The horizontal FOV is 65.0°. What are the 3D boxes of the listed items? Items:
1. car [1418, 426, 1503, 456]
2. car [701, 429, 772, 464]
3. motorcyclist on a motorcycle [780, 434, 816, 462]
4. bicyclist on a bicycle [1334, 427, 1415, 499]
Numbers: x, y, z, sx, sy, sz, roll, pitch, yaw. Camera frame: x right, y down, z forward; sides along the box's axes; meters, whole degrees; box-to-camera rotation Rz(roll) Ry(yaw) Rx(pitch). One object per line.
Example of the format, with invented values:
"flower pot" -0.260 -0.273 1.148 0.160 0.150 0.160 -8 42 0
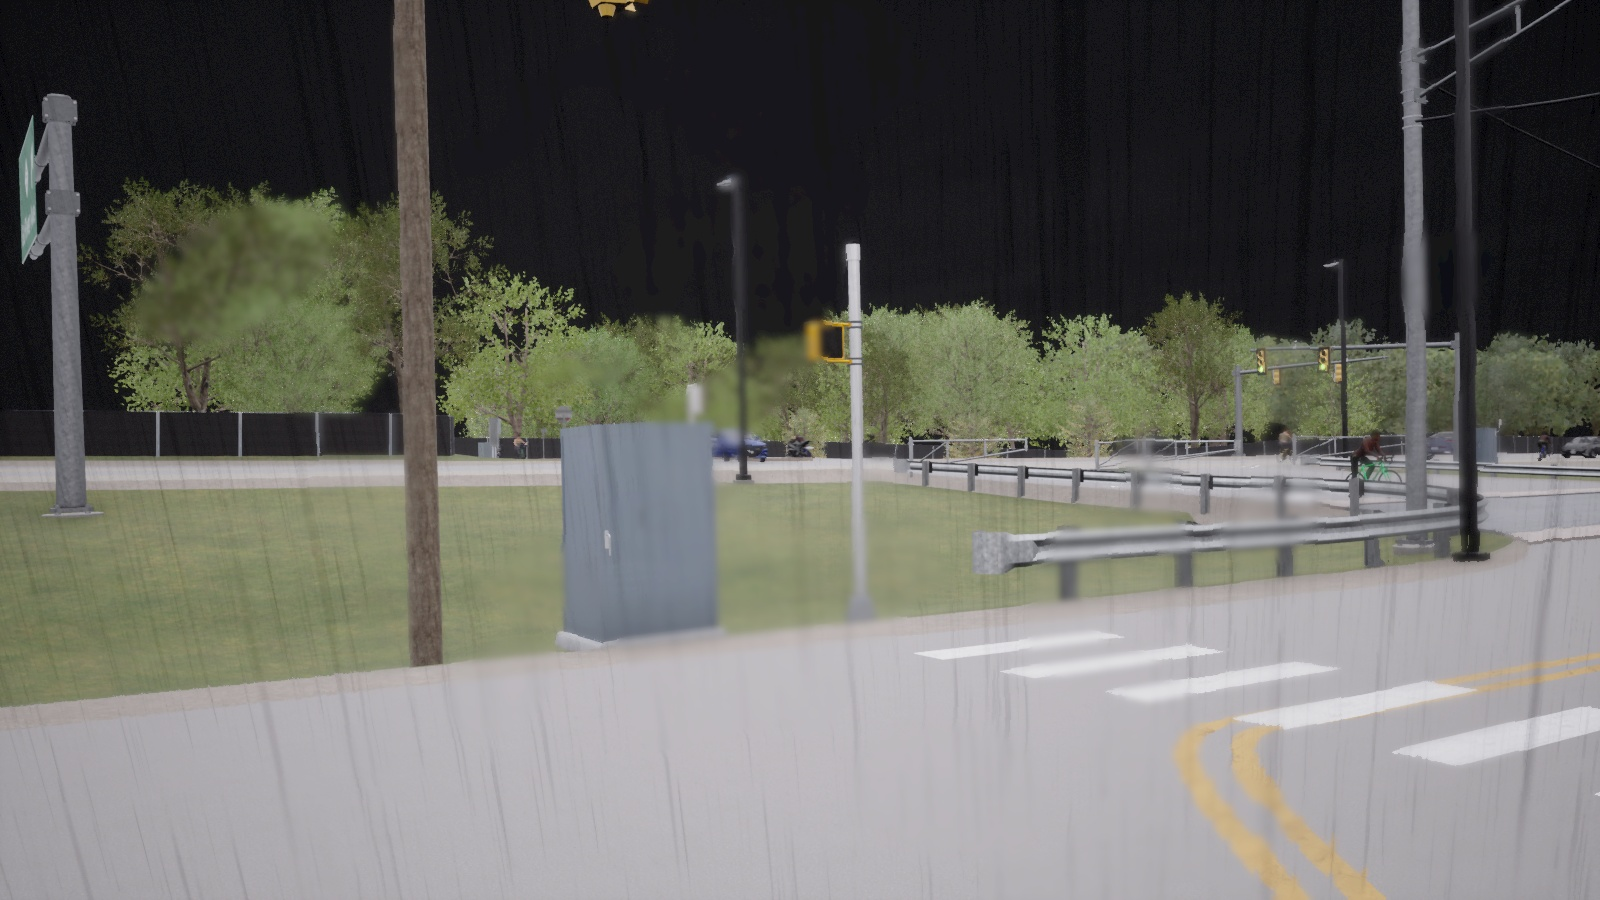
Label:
"car" 37.507 -0.499 71.286 5.027 1.651 2.152 0 0 -34
"car" -3.039 -0.178 58.741 1.882 1.535 5.008 0 1 -20
"motorcyclist on a motorcycle" -0.122 -0.102 69.387 0.866 1.530 2.191 -1 0 -34
"bicyclist on a bicycle" 13.443 0.322 29.412 0.582 1.620 1.656 -1 -2 -27
